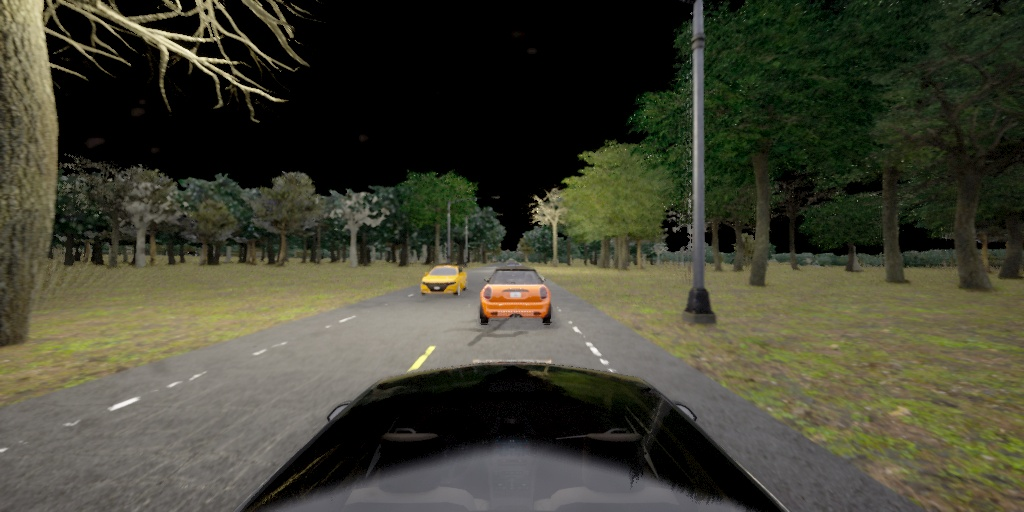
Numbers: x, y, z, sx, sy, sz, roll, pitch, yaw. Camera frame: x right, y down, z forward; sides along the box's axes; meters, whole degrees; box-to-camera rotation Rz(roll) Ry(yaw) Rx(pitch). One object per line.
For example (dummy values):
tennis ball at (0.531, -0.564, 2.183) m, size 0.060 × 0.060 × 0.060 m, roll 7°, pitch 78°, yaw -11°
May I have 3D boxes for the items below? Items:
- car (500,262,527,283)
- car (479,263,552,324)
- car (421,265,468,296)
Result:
car at (0.111, 1.326, 30.319) m, size 2.128 × 1.511 × 4.902 m, roll 0°, pitch 0°, yaw 0°
car at (0.104, 1.119, 12.190) m, size 2.097 × 1.767 × 4.553 m, roll 0°, pitch 0°, yaw 0°
car at (-3.593, 1.266, 19.671) m, size 1.882 × 1.535 × 5.008 m, roll 0°, pitch 0°, yaw 0°
